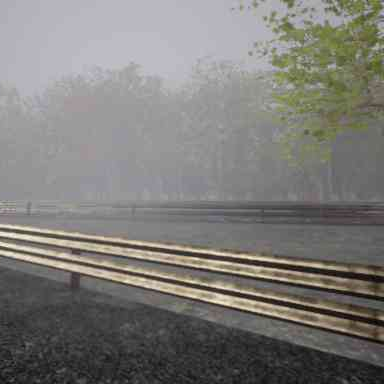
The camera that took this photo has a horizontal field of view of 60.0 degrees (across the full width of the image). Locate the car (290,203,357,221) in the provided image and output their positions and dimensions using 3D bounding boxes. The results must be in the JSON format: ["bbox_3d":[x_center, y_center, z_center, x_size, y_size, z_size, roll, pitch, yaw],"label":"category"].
[{"bbox_3d":[10.890,1.621,27.716,5.357,1.411,2.033,0,0,14],"label":"car"}]
